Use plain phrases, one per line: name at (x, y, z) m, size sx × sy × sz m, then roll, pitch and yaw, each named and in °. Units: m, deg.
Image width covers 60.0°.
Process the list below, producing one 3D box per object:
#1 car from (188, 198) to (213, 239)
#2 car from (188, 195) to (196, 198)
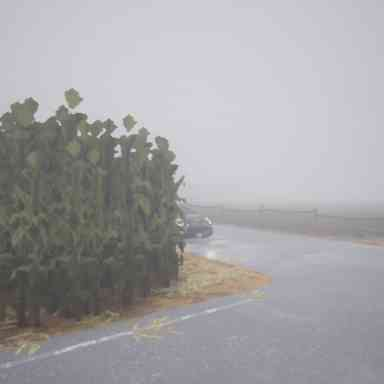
car at (-0.967, 1.345, 16.707) m, size 2.097 × 1.767 × 4.553 m, roll 0°, pitch 0°, yaw -35°
car at (-0.718, 1.231, 59.816) m, size 4.553 × 1.767 × 2.097 m, roll 1°, pitch 0°, yaw -35°
